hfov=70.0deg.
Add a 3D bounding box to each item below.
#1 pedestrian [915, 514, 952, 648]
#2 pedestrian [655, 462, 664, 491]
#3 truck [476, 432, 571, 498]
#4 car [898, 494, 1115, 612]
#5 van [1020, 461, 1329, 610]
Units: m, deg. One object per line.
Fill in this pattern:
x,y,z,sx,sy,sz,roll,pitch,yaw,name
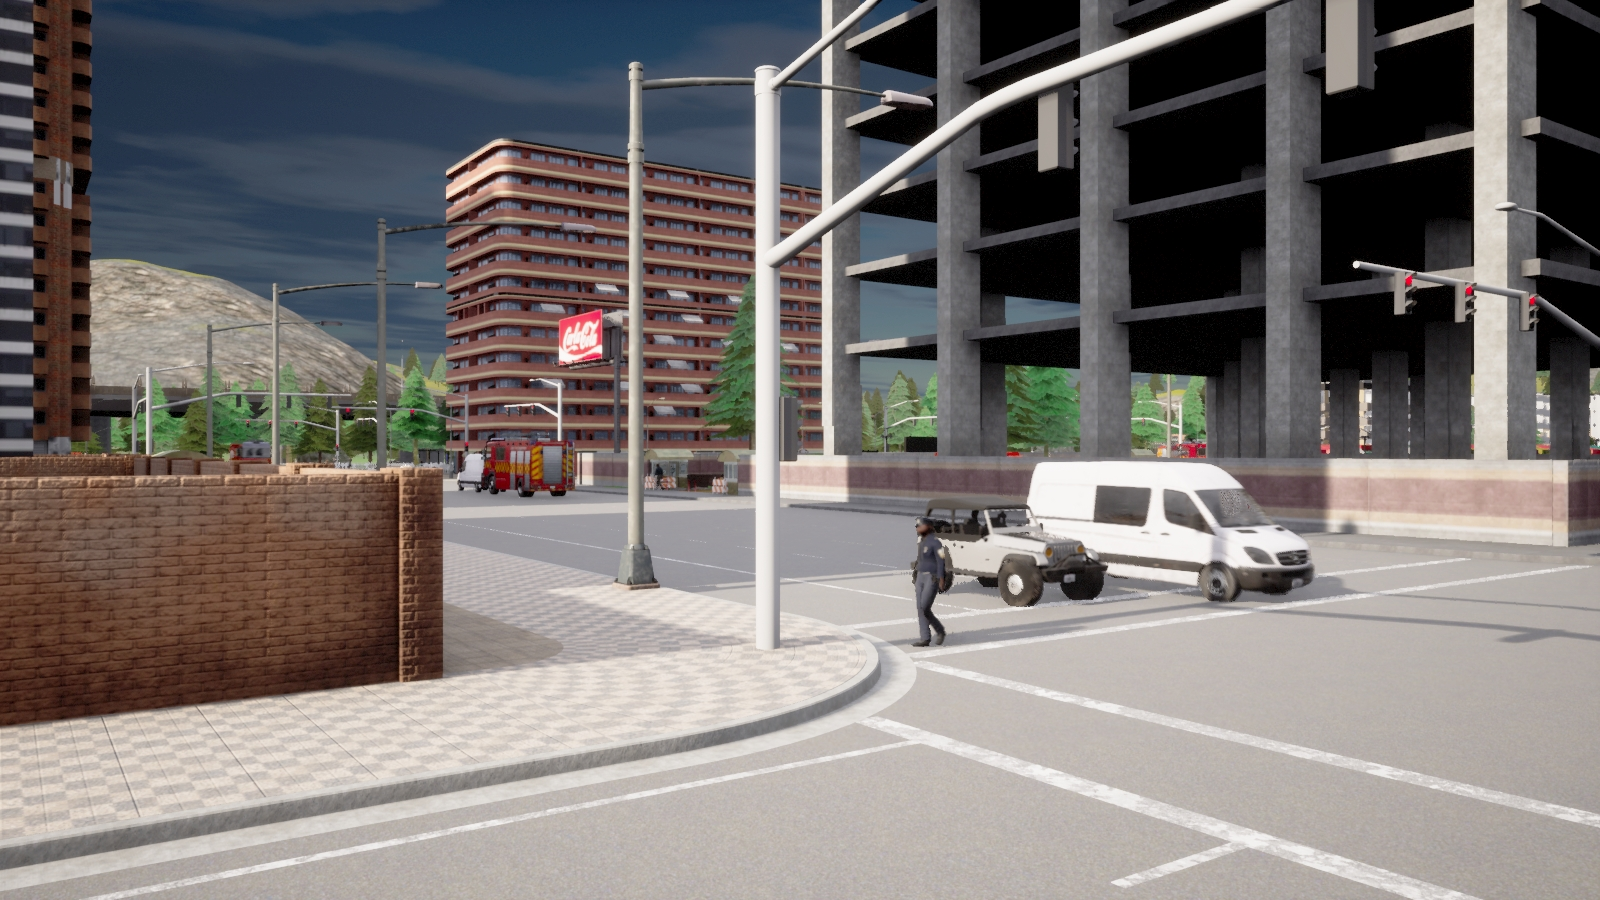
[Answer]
1.901,1.848,16.252,0.375,1.860,0.375,0,0,-31,pedestrian
-9.113,1.694,74.058,0.375,1.860,0.375,0,0,44,pedestrian
-17.186,0.889,70.593,2.891,3.827,8.468,0,0,-34,truck
3.851,1.858,21.854,1.905,1.878,3.866,0,0,-34,car
7.323,1.533,23.086,1.988,2.561,5.915,0,0,-35,van
